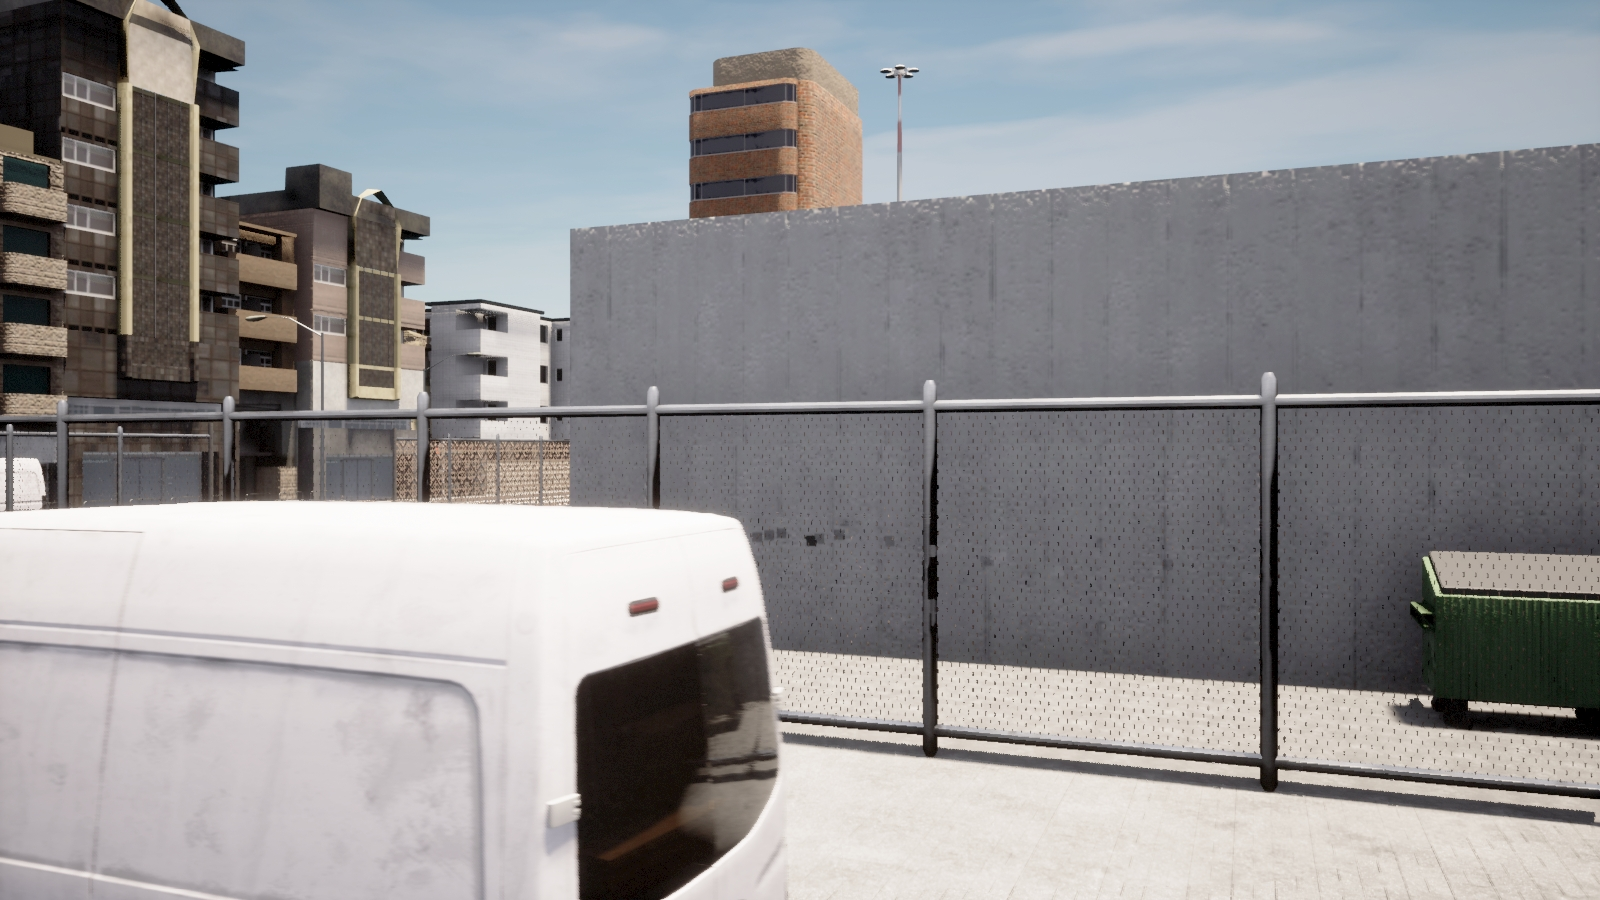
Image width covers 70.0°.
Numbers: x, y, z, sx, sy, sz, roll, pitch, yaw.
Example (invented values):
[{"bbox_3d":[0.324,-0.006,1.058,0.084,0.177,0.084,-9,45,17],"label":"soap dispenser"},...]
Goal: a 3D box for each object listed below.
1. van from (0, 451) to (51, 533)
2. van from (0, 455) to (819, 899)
[{"bbox_3d":[-26.517,1.314,35.024,1.988,2.561,5.915,0,0,21],"label":"van"},{"bbox_3d":[-3.033,1.314,5.257,5.915,2.561,1.988,0,0,22],"label":"van"}]
